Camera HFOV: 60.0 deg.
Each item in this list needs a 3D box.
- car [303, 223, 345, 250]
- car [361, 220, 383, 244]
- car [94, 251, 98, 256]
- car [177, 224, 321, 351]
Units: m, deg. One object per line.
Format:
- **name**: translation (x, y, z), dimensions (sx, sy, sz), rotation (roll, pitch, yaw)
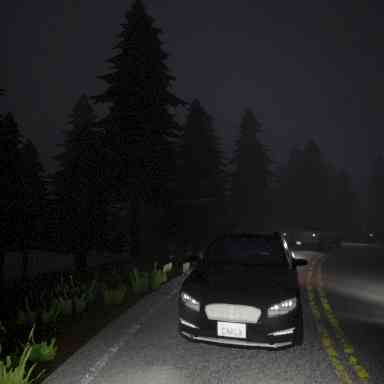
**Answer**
- **car**: translation (6.545, 2.312, 17.766), dimensions (1.895, 1.301, 4.718), rotation (-3, -6, 39)
- **car**: translation (16.026, 3.245, 26.557), dimensions (5.566, 2.045, 2.150), rotation (8, -8, -28)
- **car**: translation (-20.220, 13.651, 73.015), dimensions (4.181, 1.381, 1.994), rotation (-2, -5, 31)
- **car**: translation (1.139, 1.562, 6.634), dimensions (2.128, 1.511, 4.902), rotation (-1, -2, 15)
